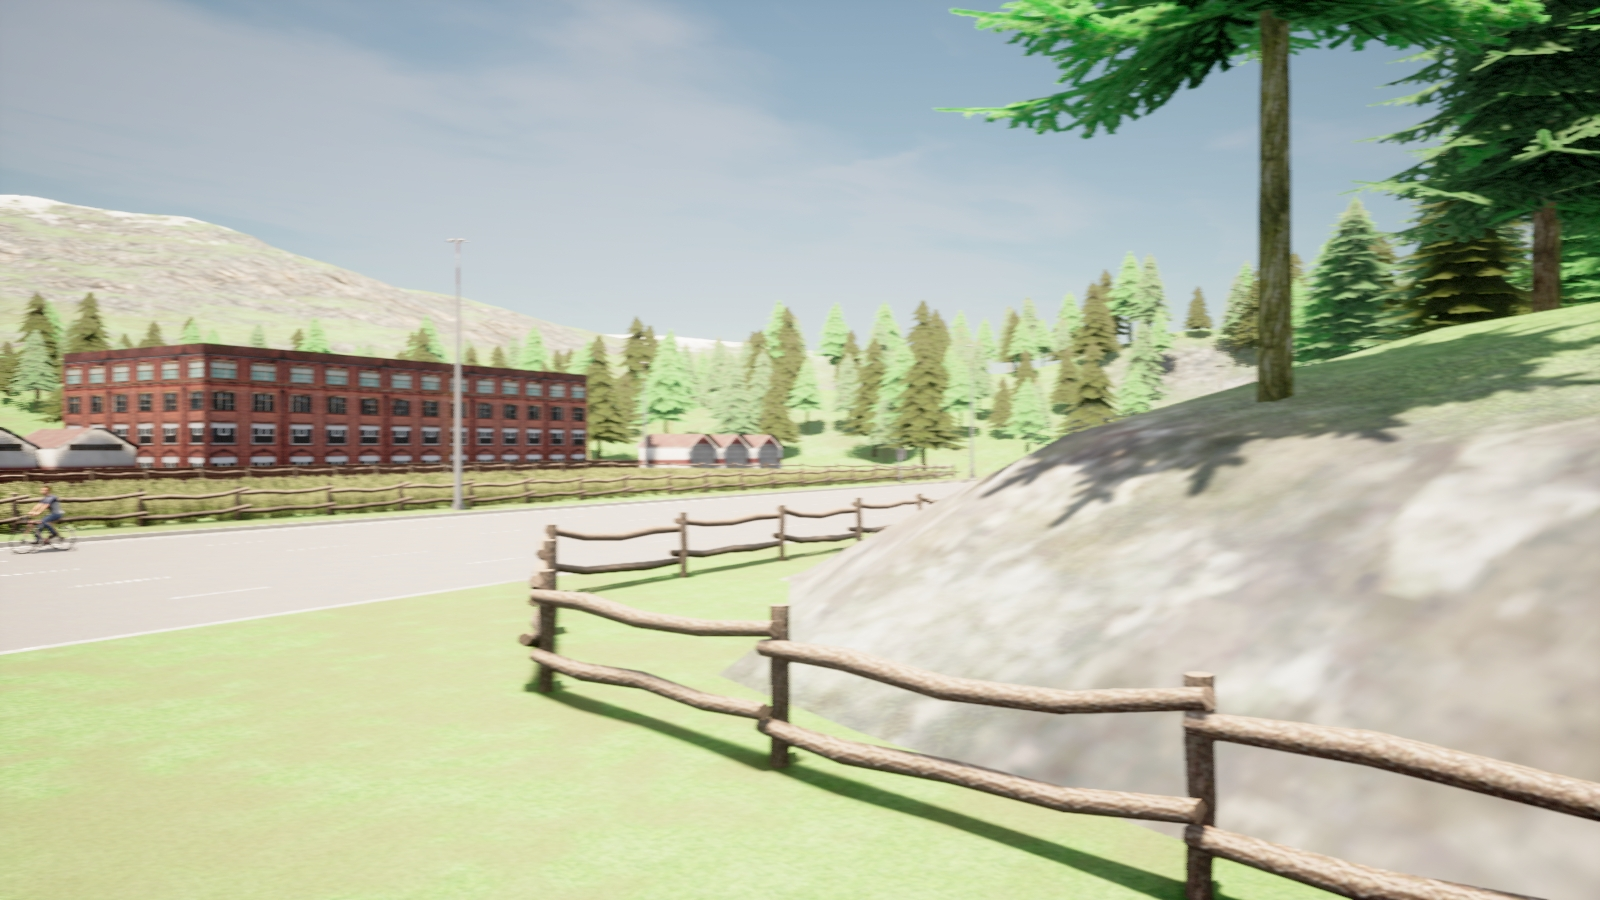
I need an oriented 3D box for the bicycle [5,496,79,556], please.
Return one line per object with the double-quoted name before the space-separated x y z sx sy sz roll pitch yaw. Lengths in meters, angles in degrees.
"bicycle" -20.440 2.025 30.844 0.373 1.496 1.643 0 1 30
